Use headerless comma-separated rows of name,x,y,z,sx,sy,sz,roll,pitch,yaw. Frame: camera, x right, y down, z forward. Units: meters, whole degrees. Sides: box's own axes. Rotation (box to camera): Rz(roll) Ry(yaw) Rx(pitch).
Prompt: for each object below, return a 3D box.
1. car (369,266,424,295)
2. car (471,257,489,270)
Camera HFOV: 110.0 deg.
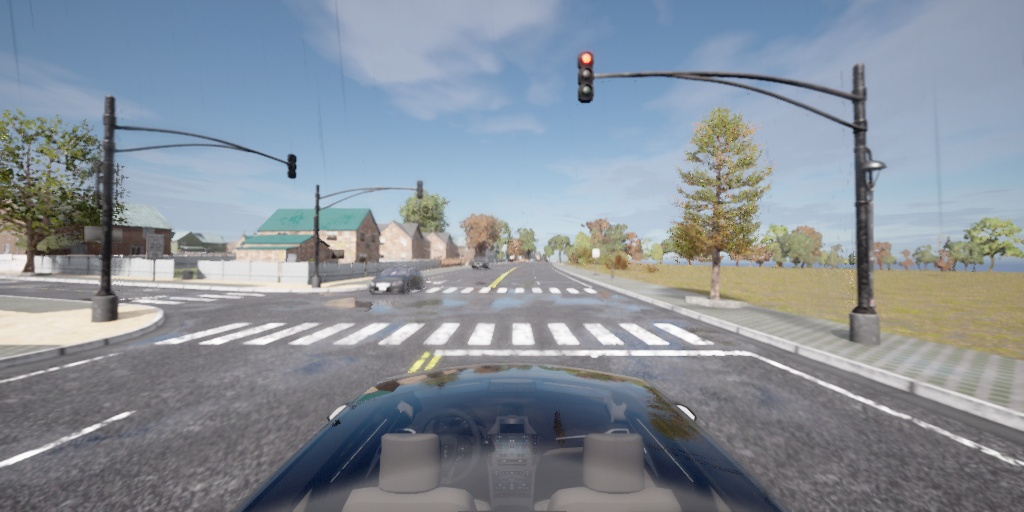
car,-6.294,1.327,20.020,2.128,1.511,4.902,0,0,1
car,-4.850,1.112,55.838,2.150,2.045,5.566,0,0,3
